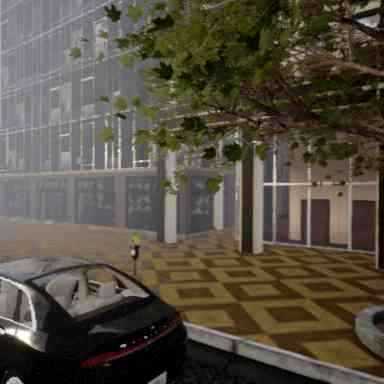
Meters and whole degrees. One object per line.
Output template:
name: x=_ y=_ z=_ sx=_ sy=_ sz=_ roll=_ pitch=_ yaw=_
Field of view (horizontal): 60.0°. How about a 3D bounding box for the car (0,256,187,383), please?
car: x=-2.107 y=1.539 z=4.369 sx=4.403 sy=1.369 sz=2.008 roll=0 pitch=0 yaw=35
